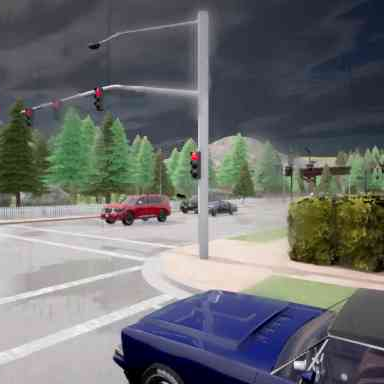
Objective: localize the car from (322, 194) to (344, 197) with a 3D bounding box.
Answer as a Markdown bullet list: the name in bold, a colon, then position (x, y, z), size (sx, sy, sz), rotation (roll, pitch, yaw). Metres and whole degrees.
- **car**: position (16.507, 1.222, 38.393), size (2.150, 2.045, 5.566), rotation (0, 0, 38)

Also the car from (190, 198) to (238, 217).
- **car**: position (2.457, 1.547, 32.232), size (2.033, 1.411, 5.357), rotation (0, 0, 38)

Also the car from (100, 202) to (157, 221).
- **car**: position (-5.258, 1.601, 28.138), size (1.895, 1.301, 4.718), rotation (0, 0, 38)

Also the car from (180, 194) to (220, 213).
- **car**: position (1.079, 1.221, 36.119), size (2.150, 2.045, 5.566), rotation (0, 0, 39)

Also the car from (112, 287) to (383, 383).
- **car**: position (1.502, 1.601, 2.894), size (4.718, 1.301, 1.895), rotation (0, 0, 36)

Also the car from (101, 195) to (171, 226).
- **car**: position (-3.911, 1.221, 24.203), size (2.150, 2.045, 5.566), rotation (0, 0, 38)
